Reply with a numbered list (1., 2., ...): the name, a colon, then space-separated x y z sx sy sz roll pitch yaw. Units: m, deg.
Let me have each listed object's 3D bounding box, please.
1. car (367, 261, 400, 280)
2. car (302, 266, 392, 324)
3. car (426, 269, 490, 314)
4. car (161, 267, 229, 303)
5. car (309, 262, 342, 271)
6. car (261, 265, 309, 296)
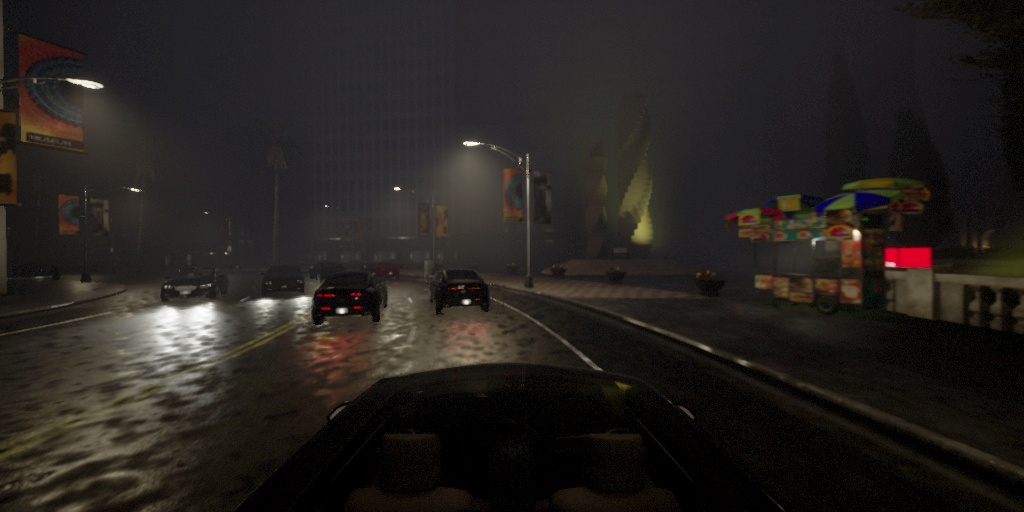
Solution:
1. car: -11.037 1.187 29.793 1.882 1.535 5.008 0 0 -40
2. car: -5.279 1.248 12.134 1.837 1.490 4.892 0 0 -15
3. car: -2.139 1.217 13.834 1.837 1.490 4.892 0 0 -16
4. car: -15.115 1.288 17.328 2.128 1.511 4.902 0 0 -31
5. car: -14.996 1.221 29.017 1.882 1.535 5.008 0 0 -43
6. car: -12.552 1.243 19.818 1.882 1.535 5.008 0 0 -32
